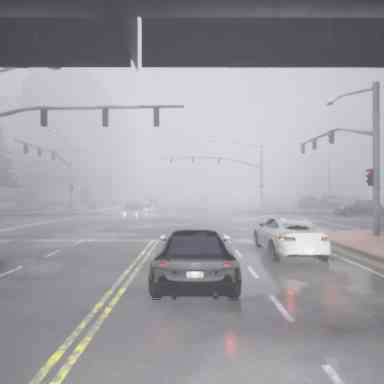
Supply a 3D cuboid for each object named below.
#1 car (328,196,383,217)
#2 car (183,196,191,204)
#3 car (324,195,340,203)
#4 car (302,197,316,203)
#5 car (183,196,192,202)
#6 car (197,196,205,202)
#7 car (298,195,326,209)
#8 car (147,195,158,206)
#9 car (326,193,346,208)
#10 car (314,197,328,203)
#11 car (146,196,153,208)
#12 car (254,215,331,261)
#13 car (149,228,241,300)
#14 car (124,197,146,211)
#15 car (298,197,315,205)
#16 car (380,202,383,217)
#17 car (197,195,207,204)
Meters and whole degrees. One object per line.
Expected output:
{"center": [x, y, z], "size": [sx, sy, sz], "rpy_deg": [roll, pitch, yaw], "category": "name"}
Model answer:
{"center": [16.349, 1.537, 32.746], "size": [4.553, 1.767, 2.097], "rpy_deg": [0, 0, 1], "category": "car"}
{"center": [-1.108, 2.024, 76.549], "size": [1.895, 1.301, 4.718], "rpy_deg": [0, 0, 0], "category": "car"}
{"center": [33.483, 1.601, 79.592], "size": [1.932, 1.855, 4.605], "rpy_deg": [0, 0, 0], "category": "car"}
{"center": [27.904, 1.843, 79.524], "size": [1.970, 1.475, 3.806], "rpy_deg": [0, 0, 0], "category": "car"}
{"center": [-1.169, 1.832, 85.621], "size": [2.128, 1.511, 4.902], "rpy_deg": [0, 0, 0], "category": "car"}
{"center": [2.331, 1.860, 85.644], "size": [1.994, 1.385, 4.181], "rpy_deg": [0, 0, 0], "category": "car"}
{"center": [16.638, 1.418, 46.976], "size": [1.932, 1.855, 4.605], "rpy_deg": [0, 0, 0], "category": "car"}
{"center": [-8.061, 1.591, 65.655], "size": [2.150, 2.045, 5.566], "rpy_deg": [0, 0, 0], "category": "car"}
{"center": [19.532, 1.421, 46.930], "size": [1.905, 1.878, 3.866], "rpy_deg": [0, 0, 0], "category": "car"}
{"center": [30.799, 1.812, 79.532], "size": [1.784, 1.438, 3.905], "rpy_deg": [0, 0, 0], "category": "car"}
{"center": [-8.052, 1.835, 55.001], "size": [1.812, 1.442, 4.674], "rpy_deg": [0, 0, 0], "category": "car"}
{"center": [3.582, 1.596, 12.436], "size": [1.812, 1.442, 4.674], "rpy_deg": [0, 0, 0], "category": "car"}
{"center": [0.072, 1.613, 8.581], "size": [1.994, 1.385, 4.181], "rpy_deg": [0, 0, 0], "category": "car"}
{"center": [-8.001, 1.735, 45.721], "size": [1.882, 1.535, 5.008], "rpy_deg": [0, 0, 0], "category": "car"}
{"center": [22.183, 1.758, 64.404], "size": [1.970, 1.475, 3.806], "rpy_deg": [0, 0, 0], "category": "car"}
{"center": [19.146, 1.766, 29.214], "size": [4.718, 1.301, 1.895], "rpy_deg": [0, 0, 1], "category": "car"}
{"center": [2.392, 1.654, 76.577], "size": [2.150, 2.045, 5.566], "rpy_deg": [0, 0, 0], "category": "car"}
